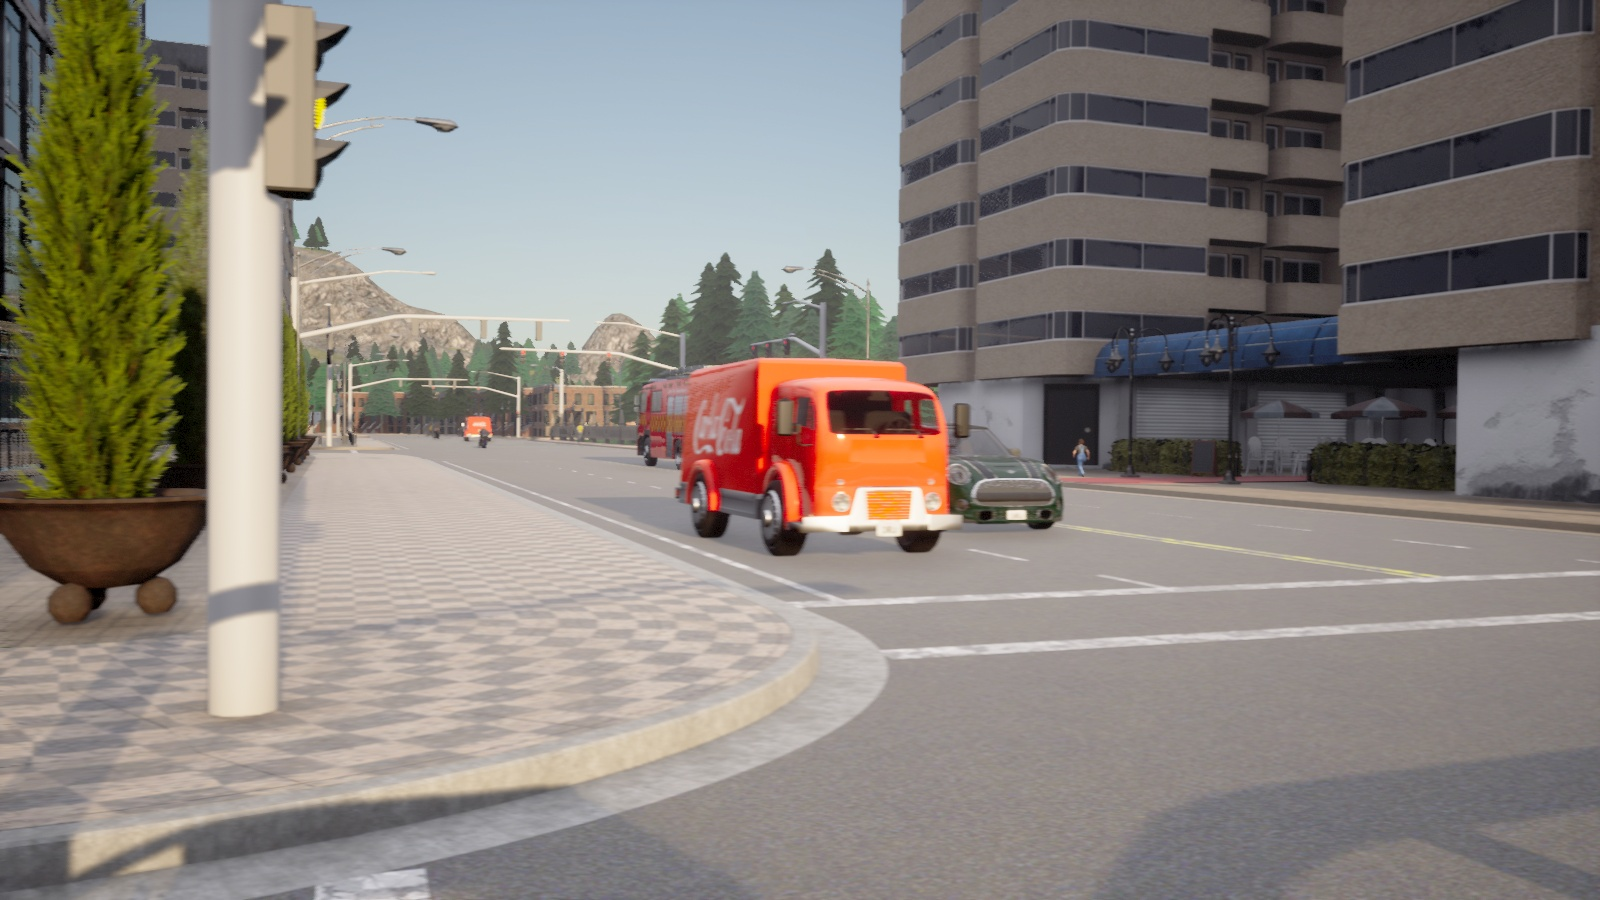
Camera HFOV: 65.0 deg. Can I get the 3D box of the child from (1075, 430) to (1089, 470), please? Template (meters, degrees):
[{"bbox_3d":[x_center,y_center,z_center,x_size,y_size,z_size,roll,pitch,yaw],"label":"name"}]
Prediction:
[{"bbox_3d":[8.898,-0.005,39.570,0.270,1.263,0.437,-1,1,-11],"label":"child"}]

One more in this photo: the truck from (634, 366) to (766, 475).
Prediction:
[{"bbox_3d":[-4.080,-1.117,48.824,2.891,3.827,8.468,-1,1,-20],"label":"truck"}]

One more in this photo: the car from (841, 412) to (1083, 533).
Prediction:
[{"bbox_3d":[2.519,0.290,20.826,2.097,1.767,4.553,-1,1,-20],"label":"car"}]

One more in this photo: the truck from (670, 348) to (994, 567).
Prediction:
[{"bbox_3d":[0.184,0.032,17.025,2.627,2.467,5.204,-1,1,-20],"label":"truck"}]
